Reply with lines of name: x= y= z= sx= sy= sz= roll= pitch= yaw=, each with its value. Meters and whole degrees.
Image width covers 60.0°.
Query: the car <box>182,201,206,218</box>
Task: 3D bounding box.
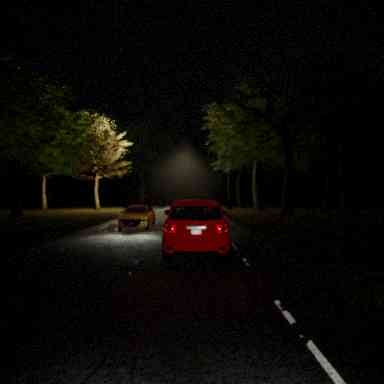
car: x=0.193 y=1.696 z=33.100 sx=2.128 sy=1.511 sz=4.902 roll=0 pitch=-1 yaw=0

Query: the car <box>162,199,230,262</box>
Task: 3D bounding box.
car: x=0.131 y=1.285 z=12.557 sx=2.150 sy=2.045 sz=5.566 roll=0 pitch=0 yaw=0

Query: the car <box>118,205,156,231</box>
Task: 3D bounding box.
car: x=-3.538 y=1.588 z=21.874 sx=1.882 sy=1.535 sz=5.008 roll=0 pitch=0 yaw=0
